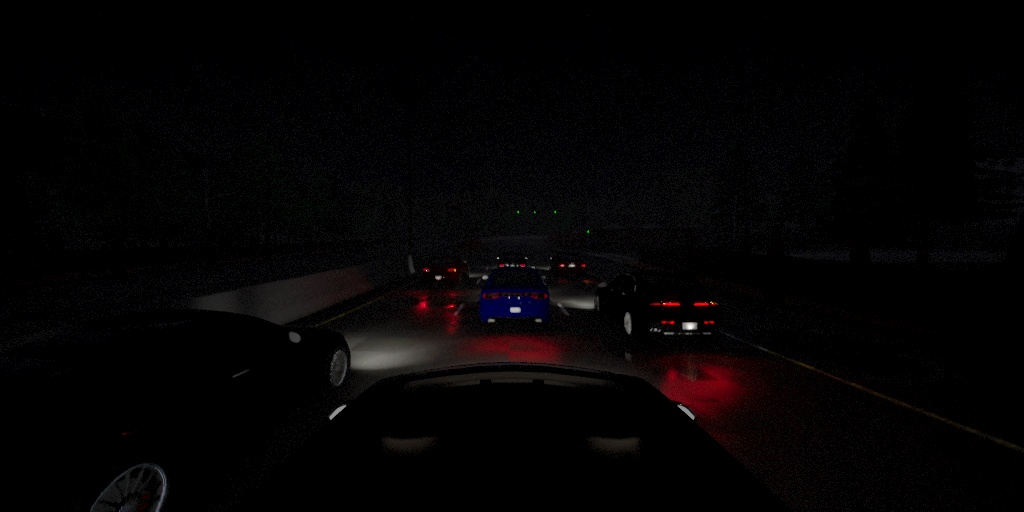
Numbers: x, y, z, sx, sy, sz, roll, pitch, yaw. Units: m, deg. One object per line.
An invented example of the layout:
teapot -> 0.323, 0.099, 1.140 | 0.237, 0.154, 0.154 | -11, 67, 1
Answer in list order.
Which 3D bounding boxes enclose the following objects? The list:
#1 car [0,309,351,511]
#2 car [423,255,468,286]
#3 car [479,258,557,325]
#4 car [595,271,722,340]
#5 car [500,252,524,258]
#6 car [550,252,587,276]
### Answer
car -> -3.405, 1.272, 3.632 | 1.812, 1.442, 4.674 | 0, 0, 0
car -> -3.472, 0.682, 19.105 | 1.812, 1.442, 4.674 | 0, 4, 0
car -> 0.068, 1.059, 11.205 | 1.882, 1.535, 5.008 | 0, 2, 0
car -> 3.575, 1.138, 9.643 | 1.837, 1.490, 4.892 | 0, 1, 0
car -> 0.006, 0.437, 23.319 | 2.033, 1.411, 5.357 | 0, 4, 0
car -> 3.552, 0.446, 23.223 | 2.033, 1.411, 5.357 | 0, 4, 1
